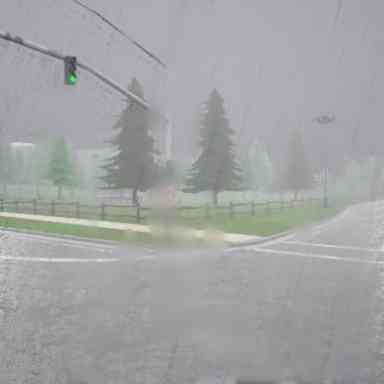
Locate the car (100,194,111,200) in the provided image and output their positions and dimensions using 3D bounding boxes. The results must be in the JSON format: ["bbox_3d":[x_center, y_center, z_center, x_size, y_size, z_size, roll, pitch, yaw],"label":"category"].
[{"bbox_3d":[-19.925,1.309,83.717,1.882,1.535,5.008,0,0,35],"label":"car"}]

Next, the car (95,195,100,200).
[{"bbox_3d":[-22.771,1.183,85.754,2.097,1.767,4.553,0,0,35],"label":"car"}]

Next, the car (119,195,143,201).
[{"bbox_3d":[-14.198,1.377,79.692,2.033,1.411,5.357,0,0,35],"label":"car"}]

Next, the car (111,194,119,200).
[{"bbox_3d":[-17.062,1.386,81.704,1.994,1.385,4.181,0,0,35],"label":"car"}]
